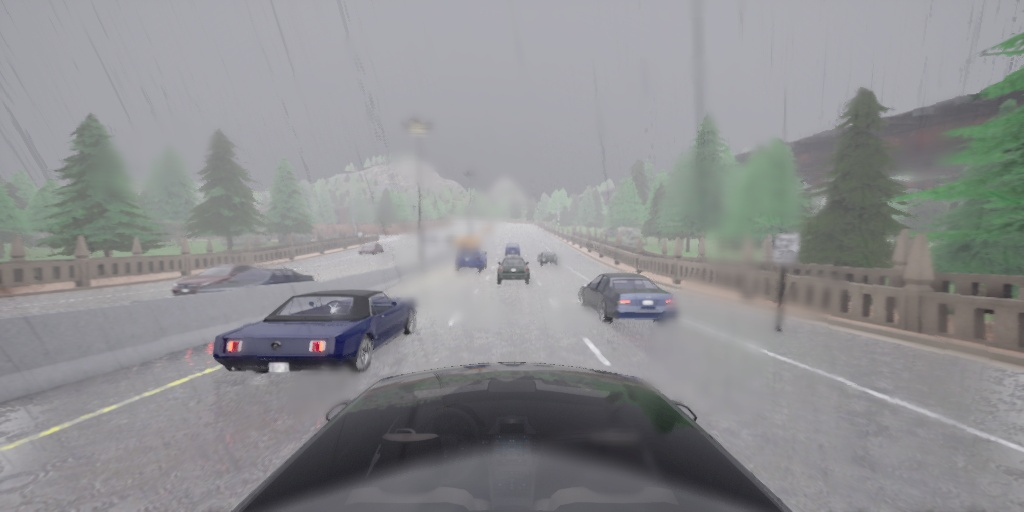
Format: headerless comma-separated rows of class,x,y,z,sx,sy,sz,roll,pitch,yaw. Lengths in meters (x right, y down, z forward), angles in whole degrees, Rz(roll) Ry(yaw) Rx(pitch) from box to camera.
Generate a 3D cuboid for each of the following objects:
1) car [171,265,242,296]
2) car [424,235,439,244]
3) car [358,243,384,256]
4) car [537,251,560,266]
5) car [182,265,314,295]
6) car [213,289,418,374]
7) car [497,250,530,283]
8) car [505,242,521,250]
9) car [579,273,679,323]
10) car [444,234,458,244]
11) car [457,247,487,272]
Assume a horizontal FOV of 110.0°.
car,-14.102,1.173,17.797,1.812,1.442,4.674,0,1,0
car,-13.924,-2.941,62.457,1.812,1.442,4.674,0,7,0
car,-17.583,-0.896,44.957,1.812,1.442,4.674,0,7,0
car,3.590,0.177,35.925,1.895,1.301,4.718,0,5,0
car,-10.604,1.243,15.425,2.033,1.411,5.357,0,1,0
car,-3.401,1.338,7.470,1.895,1.301,4.718,0,0,0
car,0.094,0.767,24.187,2.097,1.767,4.553,0,3,0
car,0.098,-0.973,45.224,1.882,1.535,5.008,0,7,0
car,3.598,1.274,12.009,2.033,1.411,5.357,0,0,0
car,-10.429,-2.915,61.926,1.837,1.490,4.892,0,6,0
car,-3.408,0.208,31.100,2.150,2.045,5.566,0,4,0
